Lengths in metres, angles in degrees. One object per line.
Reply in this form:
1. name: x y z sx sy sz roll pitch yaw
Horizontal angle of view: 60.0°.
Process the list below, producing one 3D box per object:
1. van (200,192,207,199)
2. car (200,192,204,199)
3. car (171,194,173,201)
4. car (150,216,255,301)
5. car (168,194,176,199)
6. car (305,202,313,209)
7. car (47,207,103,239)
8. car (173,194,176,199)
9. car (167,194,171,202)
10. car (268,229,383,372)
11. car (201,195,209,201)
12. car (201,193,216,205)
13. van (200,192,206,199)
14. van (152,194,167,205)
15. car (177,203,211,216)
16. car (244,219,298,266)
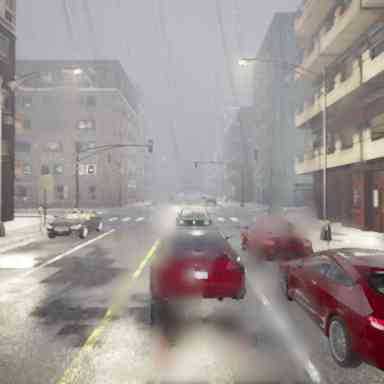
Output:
1. van: 3.087 1.023 88.796 1.690 1.788 3.998 1 0 0
2. car: 2.975 1.294 71.787 2.008 1.369 4.403 1 0 0
3. car: -5.439 1.205 66.193 1.967 1.590 4.097 1 0 0
4. car: 0.106 1.535 8.304 1.994 1.385 4.181 0 0 -1
5. car: -5.296 1.227 88.876 1.887 1.381 4.507 1 0 0
6. car: 15.548 1.374 38.972 4.507 1.381 1.887 0 0 1
7. car: -5.769 1.493 16.816 2.008 1.369 4.403 1 0 0
8. car: -5.369 1.289 77.535 1.947 1.339 4.313 1 0 0
9. car: -5.477 1.351 60.523 1.947 1.339 4.313 1 0 0
10. car: 2.669 1.563 5.406 1.802 1.307 4.206 1 0 0
11. car: 3.011 1.305 77.457 1.802 1.307 4.206 1 0 0
12. car: 2.964 1.362 53.199 2.008 1.369 4.403 1 0 0
13. van: 3.123 1.002 94.467 1.690 1.788 3.998 1 0 0
14. van: -5.585 1.147 54.860 1.690 1.788 3.998 1 0 0
15. car: 0.103 1.536 18.616 1.895 1.301 4.718 0 0 0
16. car: 2.668 1.544 11.077 1.802 1.307 4.206 1 0 0
